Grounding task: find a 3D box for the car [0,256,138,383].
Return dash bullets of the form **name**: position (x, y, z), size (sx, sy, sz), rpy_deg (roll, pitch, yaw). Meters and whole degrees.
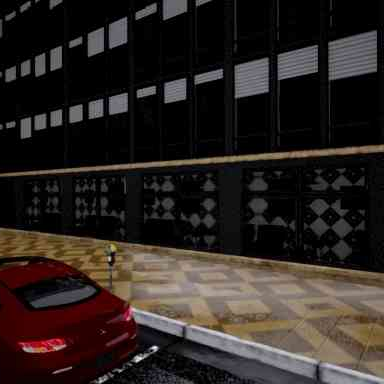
- **car**: position (-2.593, 1.582, 4.675), size (4.206, 1.307, 1.802), rpy_deg (0, 0, 35)
